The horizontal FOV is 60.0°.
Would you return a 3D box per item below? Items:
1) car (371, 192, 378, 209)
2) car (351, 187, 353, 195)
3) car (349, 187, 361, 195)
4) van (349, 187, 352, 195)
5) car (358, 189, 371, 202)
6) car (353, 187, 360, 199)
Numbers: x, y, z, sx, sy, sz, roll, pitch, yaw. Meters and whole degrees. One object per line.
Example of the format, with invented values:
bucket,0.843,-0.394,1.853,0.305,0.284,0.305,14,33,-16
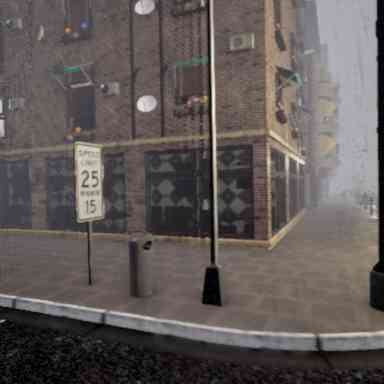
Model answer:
car,17.120,0.892,28.853,2.008,1.369,4.403,-1,1,23
car,30.393,0.248,60.158,1.752,1.417,4.829,-1,1,23
car,37.124,-0.266,76.043,2.192,1.841,5.009,-1,1,23
van,34.902,-0.141,70.801,1.690,1.788,3.998,-1,1,23
car,23.723,0.556,44.427,1.752,1.417,4.829,-1,1,23
car,28.233,0.261,55.070,1.967,1.590,4.097,-1,1,23
